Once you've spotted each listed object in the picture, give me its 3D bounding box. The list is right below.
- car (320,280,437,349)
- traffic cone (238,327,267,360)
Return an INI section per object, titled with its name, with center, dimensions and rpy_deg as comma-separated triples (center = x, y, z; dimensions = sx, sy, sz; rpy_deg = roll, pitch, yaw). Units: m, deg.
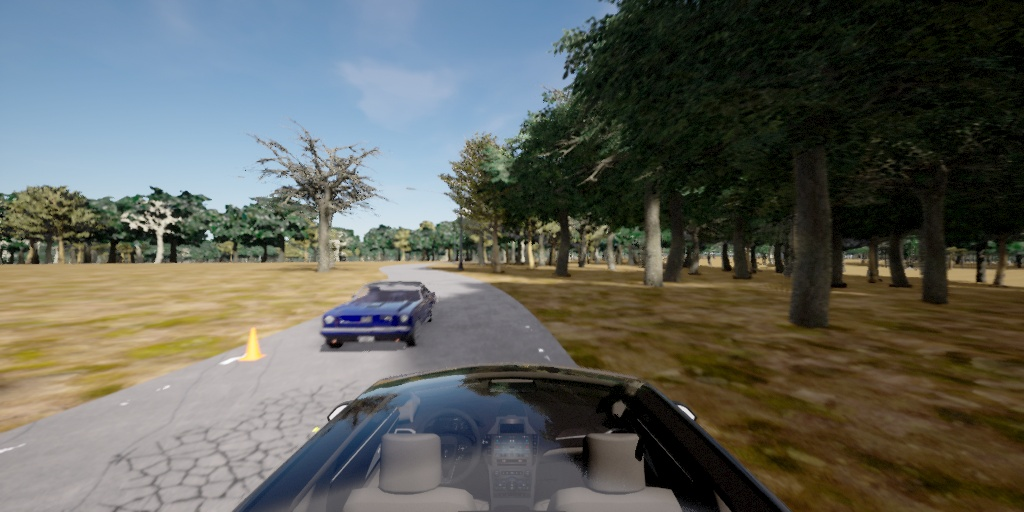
[car]
center = -3.122, 1.338, 9.312
dimensions = 1.895, 1.301, 4.718
rpy_deg = 0, 0, -6
[traffic cone]
center = -5.048, 1.691, 6.994
dimensions = 0.340, 0.580, 0.340
rpy_deg = 0, 0, -4
